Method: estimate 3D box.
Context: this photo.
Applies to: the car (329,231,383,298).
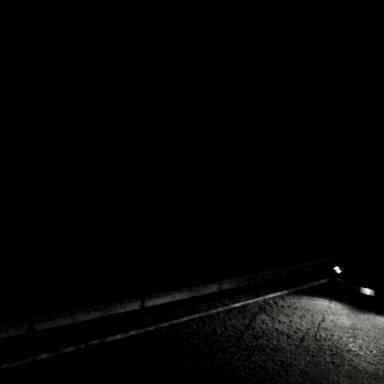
[{"bbox_3d":[5.601,1.617,8.292,5.357,1.411,2.033,0,0,-38],"label":"car"}]
